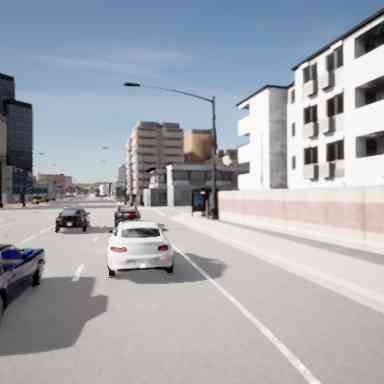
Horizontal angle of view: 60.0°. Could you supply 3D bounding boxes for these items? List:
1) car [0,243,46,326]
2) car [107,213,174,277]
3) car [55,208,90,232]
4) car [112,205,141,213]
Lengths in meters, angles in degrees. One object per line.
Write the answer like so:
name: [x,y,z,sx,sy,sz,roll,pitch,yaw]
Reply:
car: [-4.374,1.684,6.680,1.895,1.301,4.718,0,-1,-11]
car: [-1.695,1.626,10.636,1.812,1.442,4.674,0,-1,-11]
car: [-7.745,1.755,21.852,1.812,1.442,4.674,0,-1,-13]
car: [-4.764,1.723,24.455,2.128,1.511,4.902,0,-1,-13]
